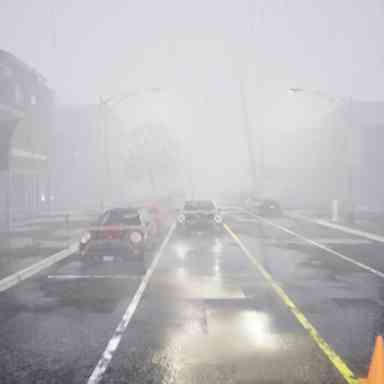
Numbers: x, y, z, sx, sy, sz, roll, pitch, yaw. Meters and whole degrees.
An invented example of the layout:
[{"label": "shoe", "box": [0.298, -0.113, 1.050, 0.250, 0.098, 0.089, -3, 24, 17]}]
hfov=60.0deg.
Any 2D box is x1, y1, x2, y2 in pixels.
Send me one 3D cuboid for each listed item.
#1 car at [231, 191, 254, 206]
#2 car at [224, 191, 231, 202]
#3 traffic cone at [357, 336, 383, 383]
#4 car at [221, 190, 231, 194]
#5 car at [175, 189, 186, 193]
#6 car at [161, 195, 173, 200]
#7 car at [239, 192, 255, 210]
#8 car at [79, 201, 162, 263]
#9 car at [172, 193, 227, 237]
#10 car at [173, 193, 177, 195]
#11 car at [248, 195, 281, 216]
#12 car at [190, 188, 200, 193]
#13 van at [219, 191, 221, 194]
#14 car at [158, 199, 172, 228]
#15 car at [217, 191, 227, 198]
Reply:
[{"label": "car", "box": [6.226, 0.759, 38.790, 2.192, 1.841, 5.009, 0, 1, 0]}, {"label": "car", "box": [6.282, 0.863, 49.889, 1.802, 1.307, 4.206, 0, 1, 0]}, {"label": "traffic cone", "box": [2.095, 1.904, 3.715, 0.340, 0.580, 0.340, 0, 1, 0]}, {"label": "car", "box": [6.310, 0.723, 55.606, 1.752, 1.417, 4.829, 0, 1, 0]}, {"label": "car", "box": [-2.073, 0.497, 55.471, 2.192, 1.841, 5.009, 0, 1, 0]}, {"label": "car", "box": [-2.206, 1.170, 27.736, 1.802, 1.307, 4.206, 0, 1, 0]}, {"label": "car", "box": [6.203, 1.048, 33.414, 1.752, 1.417, 4.829, 0, 1, 0]}, {"label": "car", "box": [-2.287, 1.271, 11.091, 1.967, 1.590, 4.097, 0, 1, 0]}, {"label": "car", "box": [0.338, 1.114, 16.224, 2.097, 1.767, 4.553, 0, 1, 0]}, {"label": "car", "box": [-2.179, 1.057, 33.283, 2.008, 1.369, 4.403, 0, 1, 0]}, {"label": "car", "box": [6.175, 1.172, 27.698, 1.947, 1.339, 4.313, 0, 1, 0]}, {"label": "car", "box": [0.744, 0.042, 80.586, 2.150, 2.045, 5.566, 0, 1, 0]}, {"label": "van", "box": [6.334, 0.460, 60.981, 1.690, 1.788, 3.998, 0, 1, 0]}, {"label": "car", "box": [-2.259, 1.295, 16.641, 1.887, 1.381, 4.507, 0, 1, 0]}, {"label": "car", "box": [6.390, 0.478, 72.249, 1.752, 1.417, 4.829, 0, 1, 0]}]
